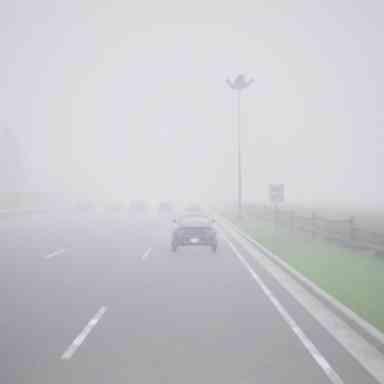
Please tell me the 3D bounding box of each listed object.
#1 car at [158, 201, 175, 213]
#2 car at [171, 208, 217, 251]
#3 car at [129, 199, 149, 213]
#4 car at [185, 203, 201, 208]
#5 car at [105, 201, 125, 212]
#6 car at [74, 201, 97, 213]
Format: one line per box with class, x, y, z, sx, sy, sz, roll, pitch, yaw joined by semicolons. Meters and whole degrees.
car;-3.379;1.907;43.840;1.837;1.490;4.892;0;-1;0
car;0.093;1.662;14.781;1.812;1.442;4.674;0;-1;0
car;-6.880;1.751;43.494;2.097;1.767;4.553;0;-1;0
car;0.118;1.989;42.303;1.895;1.301;4.718;0;-1;0
car;-10.378;1.937;44.849;1.812;1.442;4.674;0;-1;0
car;-13.880;1.893;43.752;2.128;1.511;4.902;0;-1;0
